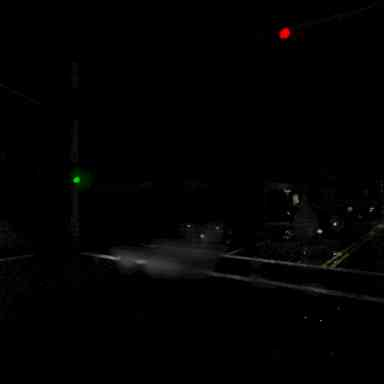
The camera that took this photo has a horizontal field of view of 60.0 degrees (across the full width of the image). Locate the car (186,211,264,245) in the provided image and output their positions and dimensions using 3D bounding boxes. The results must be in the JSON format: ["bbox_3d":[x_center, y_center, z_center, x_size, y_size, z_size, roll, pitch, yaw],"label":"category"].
[{"bbox_3d":[1.739,1.628,16.055,1.895,1.301,4.718,0,0,35],"label":"car"}]

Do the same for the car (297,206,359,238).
[{"bbox_3d":[7.558,1.632,18.242,1.895,1.301,4.718,0,0,35],"label":"car"}]

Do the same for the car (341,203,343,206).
[{"bbox_3d":[20.655,1.551,42.820,1.882,1.535,5.008,0,0,36],"label":"car"}]

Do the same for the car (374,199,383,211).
[{"bbox_3d":[24.443,1.637,42.094,1.994,1.385,4.181,0,0,36],"label":"car"}]

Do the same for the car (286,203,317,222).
[{"bbox_3d":[8.971,1.571,26.300,1.812,1.442,4.674,0,0,35],"label":"car"}]

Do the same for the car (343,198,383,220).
[{"bbox_3d":[14.684,1.401,28.356,2.097,1.767,4.553,0,0,35],"label":"car"}]
